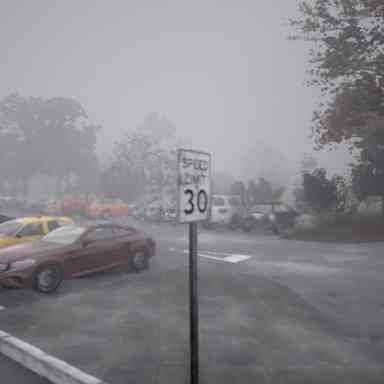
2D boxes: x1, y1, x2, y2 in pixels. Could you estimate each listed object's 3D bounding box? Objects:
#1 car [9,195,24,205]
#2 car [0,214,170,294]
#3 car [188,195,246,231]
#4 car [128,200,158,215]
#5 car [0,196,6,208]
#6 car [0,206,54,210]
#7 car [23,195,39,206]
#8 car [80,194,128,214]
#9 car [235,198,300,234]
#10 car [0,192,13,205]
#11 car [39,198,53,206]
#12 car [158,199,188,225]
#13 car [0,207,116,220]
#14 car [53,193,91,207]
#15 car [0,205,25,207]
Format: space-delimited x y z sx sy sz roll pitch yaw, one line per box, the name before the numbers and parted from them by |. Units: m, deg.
car | -15.591 1.370 34.248 2.163 1.488 4.792 0 0 36
car | -2.961 1.539 9.122 2.002 1.452 4.674 0 -1 36
car | 2.538 1.230 21.294 2.435 2.045 5.566 0 0 36
car | -2.086 1.320 24.619 2.185 1.767 4.553 0 0 36
car | -26.879 1.245 42.402 2.097 1.535 5.008 1 0 36
car | -7.359 1.494 12.299 2.163 1.488 4.792 0 0 36
car | -13.308 1.358 32.651 2.097 1.535 5.008 0 0 36
car | -6.545 1.285 27.746 2.185 1.767 4.553 0 0 36
car | 4.764 1.373 19.620 2.185 1.767 4.553 0 0 36
car | -20.077 1.178 37.547 2.185 1.767 4.553 0 0 36
car | -11.043 1.372 31.245 1.946 1.575 5.366 0 0 36
car | 0.175 1.337 22.994 2.185 1.767 4.553 0 0 36
car | -5.224 1.479 10.500 1.946 1.575 5.366 0 0 36
car | -8.872 1.141 29.491 2.435 2.045 5.566 0 0 36
car | -9.634 1.487 13.901 2.002 1.452 4.674 0 0 36
